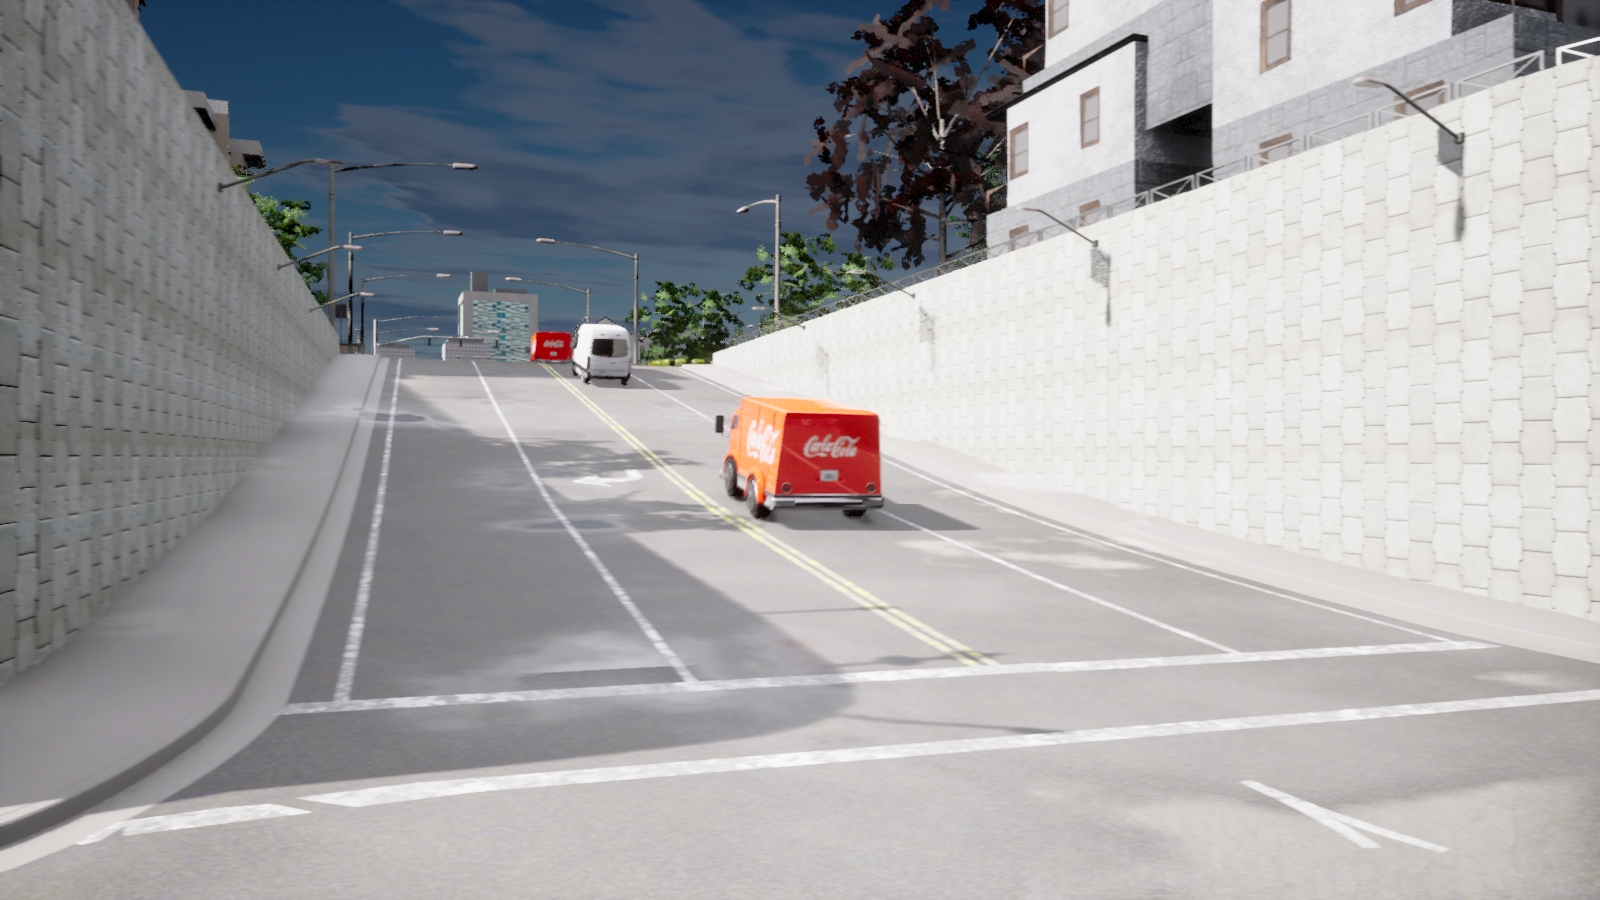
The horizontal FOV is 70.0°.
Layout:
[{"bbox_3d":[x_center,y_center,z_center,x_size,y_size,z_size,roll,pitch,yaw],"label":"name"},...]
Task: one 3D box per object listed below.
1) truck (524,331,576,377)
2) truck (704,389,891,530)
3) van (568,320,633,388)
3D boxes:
[{"bbox_3d":[-15.846,-6.006,72.105,2.627,2.467,5.204,1,0,-19],"label":"truck"},{"bbox_3d":[-0.226,0.080,25.750,2.627,2.467,5.204,1,7,-18],"label":"truck"},{"bbox_3d":[-9.278,-4.500,52.664,1.988,2.561,5.915,0,9,-19],"label":"van"}]
